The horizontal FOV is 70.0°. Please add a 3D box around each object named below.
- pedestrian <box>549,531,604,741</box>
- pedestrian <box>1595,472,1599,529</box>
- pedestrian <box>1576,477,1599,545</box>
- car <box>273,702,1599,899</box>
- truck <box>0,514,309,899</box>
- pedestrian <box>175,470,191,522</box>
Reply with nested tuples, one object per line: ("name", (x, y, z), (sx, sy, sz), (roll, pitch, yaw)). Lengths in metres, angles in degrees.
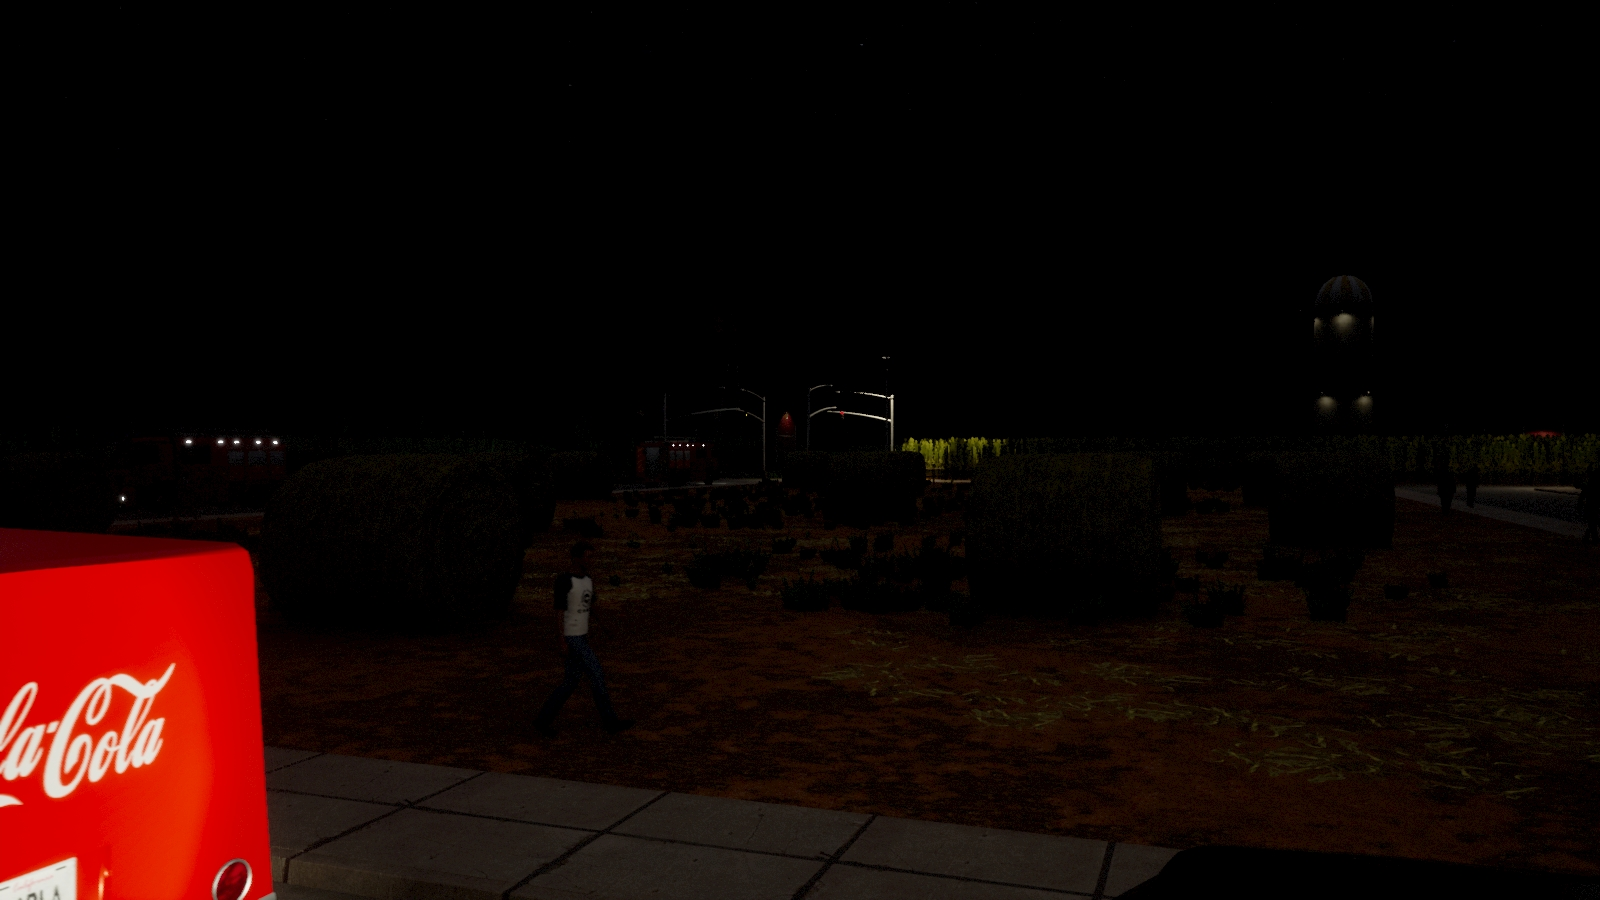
("pedestrian", (-2.047, 1.686, 10.484), (0.375, 1.860, 0.375), (0, 0, 14))
("pedestrian", (26.408, 1.664, 37.529), (0.375, 1.860, 0.375), (0, 0, 19))
("pedestrian", (21.703, 1.666, 31.484), (0.375, 1.860, 0.375), (0, 0, 3))
("car", (1.269, 1.906, 2.870), (4.553, 1.767, 2.097), (0, 0, 20))
("truck", (-5.299, 1.582, 5.226), (5.204, 2.467, 2.627), (1, 0, 20))
("pedestrian", (-22.624, 1.685, 41.885), (0.375, 1.860, 0.375), (0, 0, 27))
